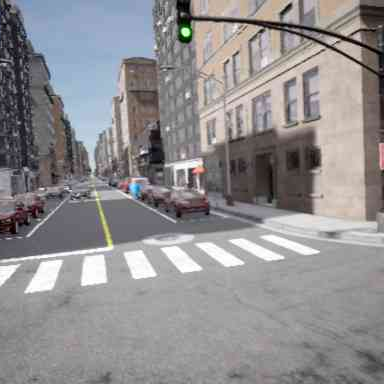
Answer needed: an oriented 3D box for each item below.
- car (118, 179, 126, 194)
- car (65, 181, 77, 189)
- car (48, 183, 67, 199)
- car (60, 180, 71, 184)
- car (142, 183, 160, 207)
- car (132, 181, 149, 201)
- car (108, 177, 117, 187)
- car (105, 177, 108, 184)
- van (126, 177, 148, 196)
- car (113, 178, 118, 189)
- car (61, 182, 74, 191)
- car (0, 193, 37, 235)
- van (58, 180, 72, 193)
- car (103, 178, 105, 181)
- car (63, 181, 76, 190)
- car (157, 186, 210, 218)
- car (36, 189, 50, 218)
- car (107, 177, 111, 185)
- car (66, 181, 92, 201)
[{"bbox_3d":[-7.008,-0.800,39.037,2.192,1.841,5.009,-4,4,-17],"label":"car"},{"bbox_3d":[-25.097,-1.495,69.106,1.947,1.339,4.313,-4,4,-17],"label":"car"},{"bbox_3d":[-15.139,0.056,36.594,1.802,1.307,4.206,-4,4,-17],"label":"car"},{"bbox_3d":[-18.464,-0.598,47.423,1.967,1.590,4.097,-4,4,-17],"label":"car"},{"bbox_3d":[-2.018,0.236,22.795,1.802,1.307,4.206,-4,4,-17],"label":"car"},{"bbox_3d":[-3.677,-0.021,28.215,1.802,1.307,4.206,-4,4,-17],"label":"car"},{"bbox_3d":[-13.637,-1.573,60.728,1.947,1.339,4.313,-4,4,-17],"label":"car"},{"bbox_3d":[-16.967,-2.335,71.552,2.192,1.841,5.009,-4,4,-17],"label":"car"},{"bbox_3d":[-5.348,-0.518,33.619,1.690,1.788,3.998,-4,4,-17],"label":"van"},{"bbox_3d":[-10.316,-1.046,49.891,1.802,1.307,4.206,-4,4,-17],"label":"car"},{"bbox_3d":[-21.777,-0.967,58.269,1.802,1.307,4.206,-4,4,-17],"label":"car"},{"bbox_3d":[-8.502,1.046,14.918,1.887,1.381,4.507,-4,4,-17],"label":"car"},{"bbox_3d":[-20.128,-0.952,52.836,1.690,1.788,3.998,-4,4,-17],"label":"van"},{"bbox_3d":[-20.326,-2.645,82.565,1.752,1.417,4.829,-4,4,-17],"label":"car"},{"bbox_3d":[-23.438,-1.254,63.685,2.008,1.369,4.403,-4,4,-17],"label":"car"},{"bbox_3d":[-0.357,0.494,17.376,1.802,1.307,4.206,-4,4,-17],"label":"car"},{"bbox_3d":[-10.162,0.789,20.336,1.887,1.381,4.507,-4,4,-17],"label":"car"},{"bbox_3d":[-15.348,-1.877,66.307,1.752,1.417,4.829,-4,4,-17],"label":"car"},{"bbox_3d":[-11.073,0.014,33.017,1.837,1.490,4.892,-4,4,-17],"label":"car"}]
